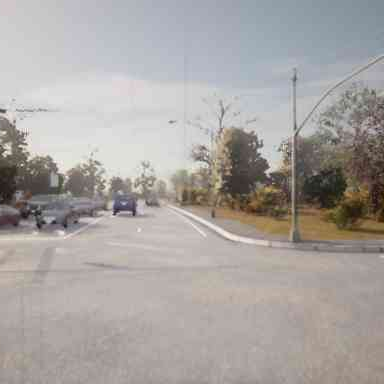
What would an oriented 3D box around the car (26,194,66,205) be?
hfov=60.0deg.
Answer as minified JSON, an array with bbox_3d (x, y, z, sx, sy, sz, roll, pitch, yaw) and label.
[{"bbox_3d":[-13.401,1.245,30.040,2.150,2.045,5.566,0,0,-8],"label":"car"}]

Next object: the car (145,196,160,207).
[{"bbox_3d":[-6.201,1.668,52.791,1.895,1.301,4.718,0,0,-9],"label":"car"}]

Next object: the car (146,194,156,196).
[{"bbox_3d":[-7.704,1.351,62.661,2.150,2.045,5.566,0,0,-8],"label":"car"}]

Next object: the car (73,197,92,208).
[{"bbox_3d":[-16.415,1.591,50.128,1.837,1.490,4.892,0,0,-9],"label":"car"}]

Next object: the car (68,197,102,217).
[{"bbox_3d":[-10.079,1.521,31.548,1.837,1.490,4.892,0,0,-8],"label":"car"}]

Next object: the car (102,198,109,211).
[{"bbox_3d":[-11.582,1.531,41.729,2.128,1.511,4.902,0,0,-9],"label":"car"}]

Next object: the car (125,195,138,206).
[{"bbox_3d":[-10.413,1.459,57.547,2.097,1.767,4.553,0,0,-8],"label":"car"}]

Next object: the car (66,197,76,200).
[{"bbox_3d":[-14.863,1.396,40.035,2.097,1.767,4.553,0,0,-9],"label":"car"}]

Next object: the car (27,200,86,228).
[{"bbox_3d":[-8.826,1.506,22.219,2.128,1.511,4.902,0,0,-7],"label":"car"}]

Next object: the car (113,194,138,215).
[{"bbox_3d":[-6.733,1.231,33.738,2.150,2.045,5.566,0,0,-8],"label":"car"}]

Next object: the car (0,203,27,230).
[{"bbox_3d":[-12.150,1.548,20.503,1.812,1.442,4.674,0,0,-7],"label":"car"}]
